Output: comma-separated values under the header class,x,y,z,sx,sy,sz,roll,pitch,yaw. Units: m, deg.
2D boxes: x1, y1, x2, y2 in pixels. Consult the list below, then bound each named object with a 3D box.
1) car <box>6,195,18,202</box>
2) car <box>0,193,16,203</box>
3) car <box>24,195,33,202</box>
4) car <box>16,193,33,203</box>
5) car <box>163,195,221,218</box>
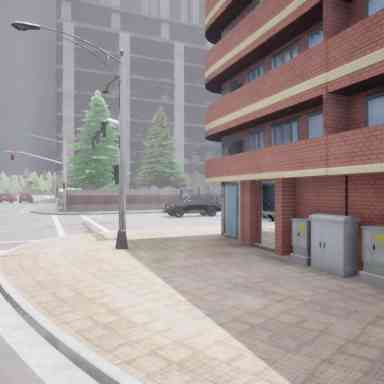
class,x,y,z,sx,sy,sz,roll,pitch,yaw
car,-42.276,1.540,78.114,2.033,1.411,5.357,0,0,-23
car,-38.107,1.225,68.331,2.150,2.045,5.566,0,0,-23
car,-38.892,1.524,79.102,1.812,1.442,4.674,0,0,-23
car,-34.743,1.225,69.363,2.150,2.045,5.566,0,0,-23
car,0.088,1.277,31.288,5.566,2.045,2.150,0,0,-23
